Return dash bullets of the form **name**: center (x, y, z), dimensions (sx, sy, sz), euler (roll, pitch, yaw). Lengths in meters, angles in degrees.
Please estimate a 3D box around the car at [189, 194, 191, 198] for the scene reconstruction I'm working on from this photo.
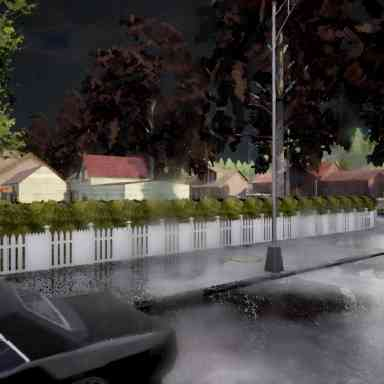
- **car**: center (-2.184, 1.220, 57.453), dimensions (2.150, 2.045, 5.566), euler (0, 0, -35)

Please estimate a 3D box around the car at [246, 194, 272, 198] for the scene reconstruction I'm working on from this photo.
- **car**: center (8.044, 1.221, 35.986), dimensions (2.150, 2.045, 5.566), euler (0, 0, -36)

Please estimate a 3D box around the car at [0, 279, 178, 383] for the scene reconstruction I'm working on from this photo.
- **car**: center (-2.562, 1.601, 2.772), dimensions (4.718, 1.301, 1.895), euler (0, 0, -35)
